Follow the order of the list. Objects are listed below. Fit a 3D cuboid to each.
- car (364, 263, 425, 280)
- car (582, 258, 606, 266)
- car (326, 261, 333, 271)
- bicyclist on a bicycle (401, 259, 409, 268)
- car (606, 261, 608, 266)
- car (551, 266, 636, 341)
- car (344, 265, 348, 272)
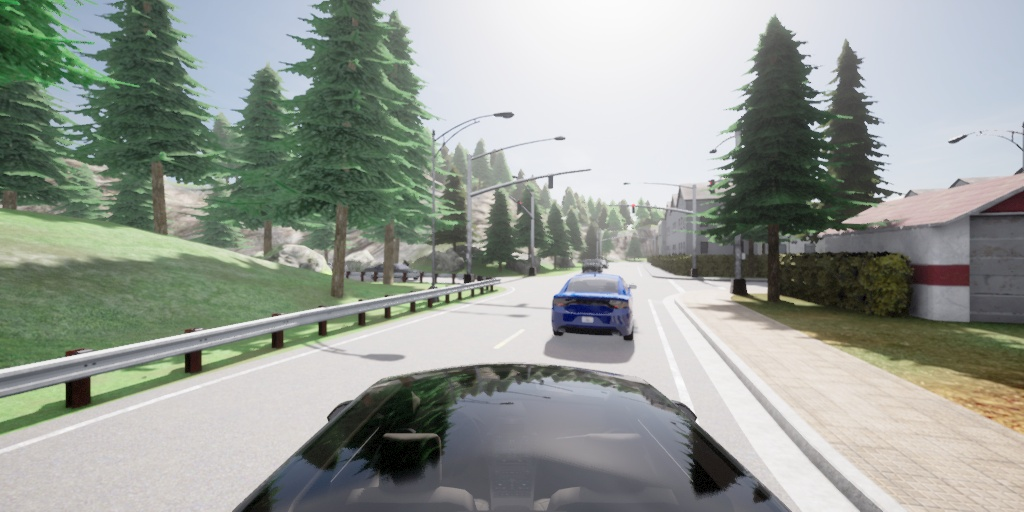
[{"bbox_3d":[-9.991,1.300,30.282,5.357,1.411,2.033,0,0,20],"label":"car"},{"bbox_3d":[9.614,1.078,42.821,2.097,1.767,4.553,0,0,19],"label":"car"},{"bbox_3d":[-19.404,1.245,33.385,4.902,1.511,2.128,0,0,18],"label":"car"},{"bbox_3d":[-11.291,1.150,38.122,0.582,1.620,1.656,-2,5,18],"label":"bicyclist on a bicycle"},{"bbox_3d":[13.563,1.265,54.403,2.033,1.411,5.357,0,0,19],"label":"car"},{"bbox_3d":[2.412,1.223,10.092,1.882,1.535,5.008,0,0,18],"label":"car"},{"bbox_3d":[-19.263,1.276,37.218,4.674,1.442,1.812,0,0,19],"label":"car"}]
